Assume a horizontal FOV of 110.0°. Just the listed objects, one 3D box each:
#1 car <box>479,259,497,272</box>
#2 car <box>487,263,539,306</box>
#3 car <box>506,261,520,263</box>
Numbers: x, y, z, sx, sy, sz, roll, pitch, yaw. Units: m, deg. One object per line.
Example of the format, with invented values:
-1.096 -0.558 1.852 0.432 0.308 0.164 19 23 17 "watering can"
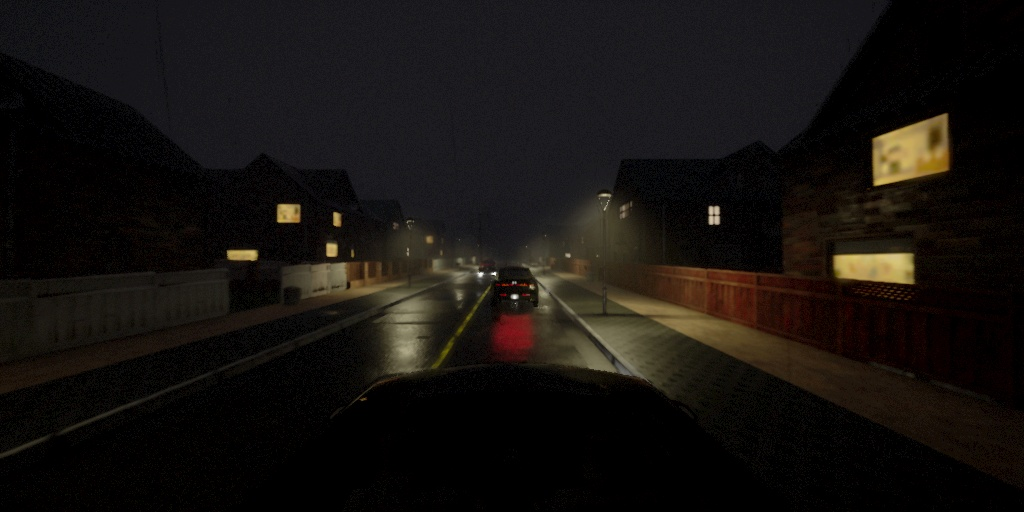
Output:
-2.754 1.141 42.382 1.812 1.442 4.674 0 0 0 "car"
0.099 1.201 15.256 1.837 1.490 4.892 0 0 0 "car"
0.097 1.222 37.444 1.895 1.301 4.718 0 0 0 "car"
